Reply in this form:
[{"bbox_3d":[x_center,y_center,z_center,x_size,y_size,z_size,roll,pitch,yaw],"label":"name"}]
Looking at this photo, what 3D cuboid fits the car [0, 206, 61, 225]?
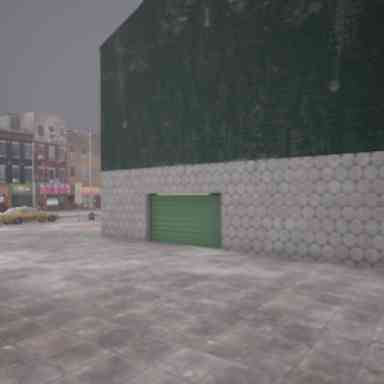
[{"bbox_3d":[-12.577,1.727,25.592,1.752,1.417,4.829,-1,-1,35],"label":"car"}]
